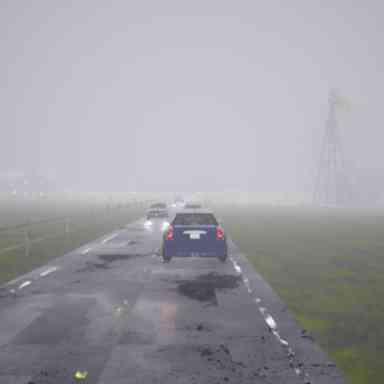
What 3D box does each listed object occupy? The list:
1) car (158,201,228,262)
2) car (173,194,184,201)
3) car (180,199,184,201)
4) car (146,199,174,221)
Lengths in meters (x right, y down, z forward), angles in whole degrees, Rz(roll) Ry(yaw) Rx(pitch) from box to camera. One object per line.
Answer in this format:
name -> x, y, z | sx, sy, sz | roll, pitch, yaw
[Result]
car -> 0.095, 1.404, 12.433 | 2.097, 1.767, 4.553 | 0, 0, 0
car -> -2.751, 1.517, 69.348 | 2.150, 2.045, 5.566 | 0, 0, 0
car -> 0.097, 1.629, 29.191 | 1.837, 1.490, 4.892 | 0, 0, 0
car -> -2.847, 1.628, 29.011 | 1.837, 1.490, 4.892 | 0, 0, 0
